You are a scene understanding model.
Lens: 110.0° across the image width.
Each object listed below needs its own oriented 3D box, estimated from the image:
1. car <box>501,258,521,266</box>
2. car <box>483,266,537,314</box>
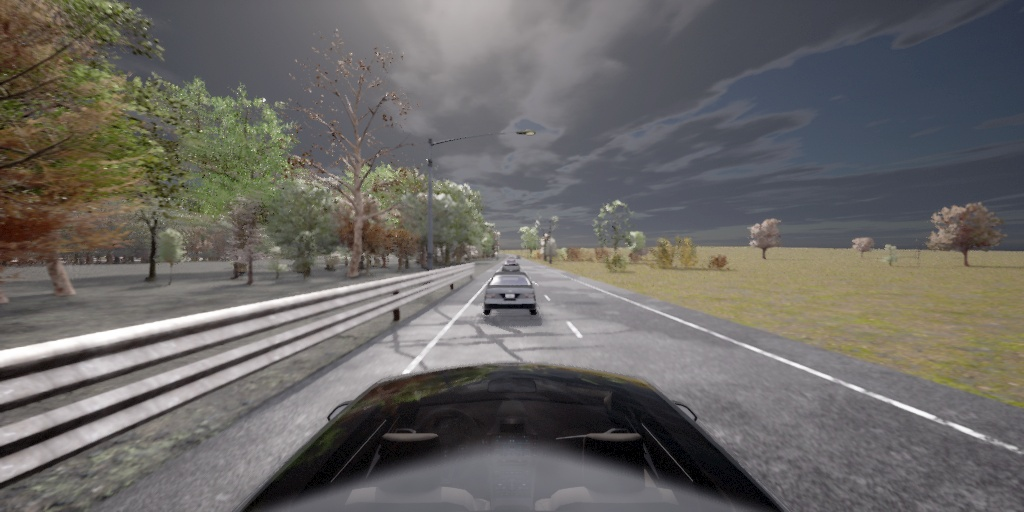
[{"bbox_3d":[-0.072,1.226,37.713,2.128,1.511,4.902,0,0,0],"label":"car"},{"bbox_3d":[-0.065,1.295,13.712,2.033,1.411,5.357,0,0,0],"label":"car"}]
